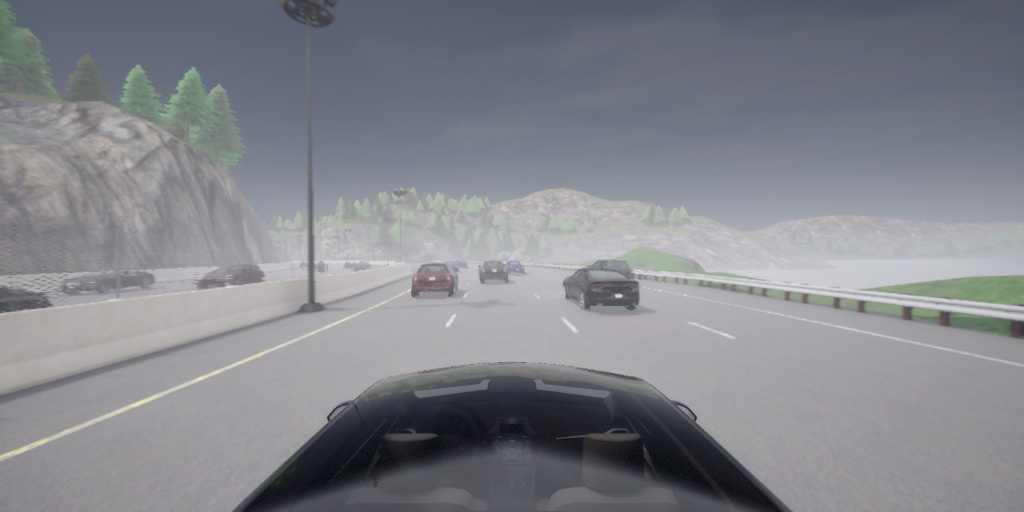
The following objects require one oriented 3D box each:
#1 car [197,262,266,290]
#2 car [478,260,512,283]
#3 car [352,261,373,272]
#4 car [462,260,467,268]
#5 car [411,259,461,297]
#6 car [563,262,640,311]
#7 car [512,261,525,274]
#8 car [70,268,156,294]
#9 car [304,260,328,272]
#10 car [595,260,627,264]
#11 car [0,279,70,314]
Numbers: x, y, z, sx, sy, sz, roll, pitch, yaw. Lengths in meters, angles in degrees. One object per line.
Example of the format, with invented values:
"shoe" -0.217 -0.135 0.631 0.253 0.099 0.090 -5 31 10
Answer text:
"car" -19.034 1.337 24.557 2.097 1.767 4.553 -1 0 -7
"car" -1.589 1.107 28.309 2.097 1.767 4.553 -1 0 -8
"car" -20.521 1.517 49.838 1.812 1.442 4.674 -1 0 -15
"car" -8.955 1.310 60.955 1.882 1.535 5.008 0 0 -19
"car" -4.118 1.145 19.686 2.097 1.767 4.553 -1 0 -6
"car" 3.356 1.176 14.384 1.882 1.535 5.008 0 0 -4
"car" 0.107 1.252 39.777 1.812 1.442 4.674 0 0 -12
"car" -25.914 1.570 23.276 2.128 1.511 4.902 -1 0 -7
"car" -28.937 1.646 53.755 2.033 1.411 5.357 -1 0 -17
"car" 6.101 1.009 23.185 2.097 1.767 4.553 -1 0 -6
"car" -14.235 1.439 8.326 1.837 1.490 4.892 -1 0 -2
